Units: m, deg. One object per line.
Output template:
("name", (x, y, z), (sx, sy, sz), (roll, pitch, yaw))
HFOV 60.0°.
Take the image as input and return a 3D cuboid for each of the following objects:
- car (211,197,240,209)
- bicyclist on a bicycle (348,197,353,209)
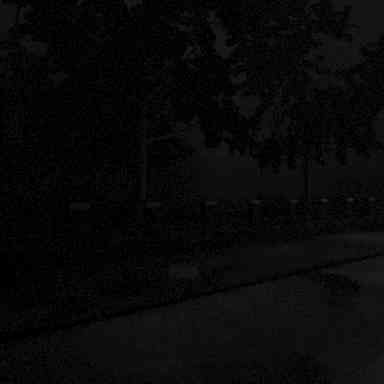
("car", (4.621, 1.495, 46.560), (1.882, 1.535, 5.008), (0, 0, -35))
("bicyclist on a bicycle", (19.208, 1.372, 40.483), (1.656, 1.620, 0.582), (0, 0, -35))
